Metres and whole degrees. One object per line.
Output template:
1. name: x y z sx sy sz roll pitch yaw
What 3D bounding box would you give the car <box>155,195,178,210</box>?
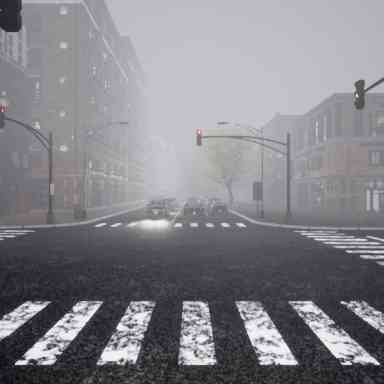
1. car: -3.086 1.518 40.273 1.882 1.535 5.008 0 0 0

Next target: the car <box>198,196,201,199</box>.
1. car: 2.702 1.633 62.097 2.008 1.369 4.403 0 0 0

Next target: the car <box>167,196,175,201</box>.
1. car: -5.674 1.687 90.415 1.752 1.417 4.829 0 0 0

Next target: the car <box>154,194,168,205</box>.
1. car: -5.680 1.397 62.101 2.192 1.841 5.009 0 0 0

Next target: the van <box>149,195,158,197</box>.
1. van: -5.682 1.399 50.707 1.690 1.788 3.998 0 0 0

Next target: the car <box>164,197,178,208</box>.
1. car: -3.077 1.583 50.371 1.812 1.442 4.674 0 0 0

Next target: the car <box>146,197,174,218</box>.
1. car: -3.095 1.516 30.825 2.128 1.511 4.902 0 0 0

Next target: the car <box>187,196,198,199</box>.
1. car: 0.112 1.561 62.647 1.882 1.535 5.008 0 0 0

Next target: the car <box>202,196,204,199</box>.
1. car: 2.698 1.488 45.007 1.967 1.590 4.097 0 0 0

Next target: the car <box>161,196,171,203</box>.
1. car: -5.677 1.663 73.494 2.008 1.369 4.403 0 0 0

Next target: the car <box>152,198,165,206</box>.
1. car: -5.680 1.651 56.404 1.802 1.307 4.206 0 0 0

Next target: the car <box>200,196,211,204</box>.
1. car: 2.702 1.536 67.794 1.967 1.590 4.097 0 0 0

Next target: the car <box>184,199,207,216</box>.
1. car: 0.156 1.629 32.898 1.895 1.301 4.718 0 0 -1

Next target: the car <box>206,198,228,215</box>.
1. car: 2.696 1.580 33.613 2.008 1.369 4.403 0 0 0

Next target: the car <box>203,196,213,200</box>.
1. car: 2.697 1.479 39.310 1.967 1.590 4.097 0 0 0
